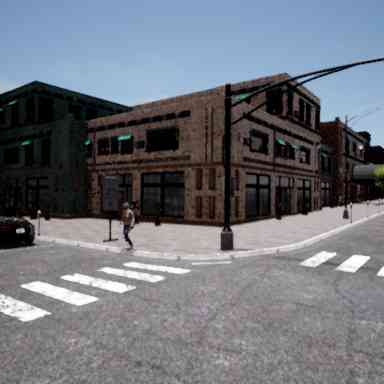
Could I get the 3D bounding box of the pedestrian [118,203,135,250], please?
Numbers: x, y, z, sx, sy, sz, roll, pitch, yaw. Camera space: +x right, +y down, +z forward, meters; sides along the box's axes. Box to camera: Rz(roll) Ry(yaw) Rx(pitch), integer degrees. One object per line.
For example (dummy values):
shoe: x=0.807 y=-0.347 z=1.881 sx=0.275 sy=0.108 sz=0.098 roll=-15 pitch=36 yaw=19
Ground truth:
pedestrian: x=-2.399 y=1.251 z=12.422 sx=0.375 sy=1.860 sz=0.375 roll=0 pitch=0 yaw=38

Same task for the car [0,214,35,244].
car: x=-8.854 y=1.677 z=15.258 sx=4.313 sy=1.339 sz=1.947 roll=0 pitch=0 yaw=38
